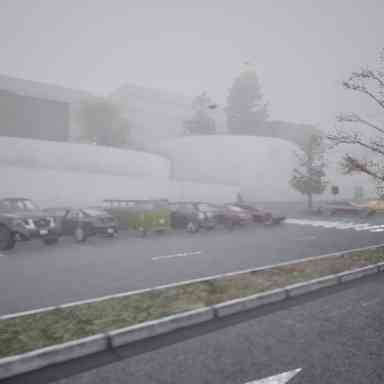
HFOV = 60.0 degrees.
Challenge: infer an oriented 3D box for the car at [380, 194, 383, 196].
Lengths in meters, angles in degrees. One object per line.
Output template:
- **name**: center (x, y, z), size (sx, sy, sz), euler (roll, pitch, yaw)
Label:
- **car**: center (23.696, 1.245, 37.115), size (5.566, 2.045, 2.435), euler (-1, -1, 35)

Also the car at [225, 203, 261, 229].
- **car**: center (1.659, 1.541, 21.445), size (4.674, 1.452, 2.002), euler (-1, -1, 35)

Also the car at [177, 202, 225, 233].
- **car**: center (-0.748, 1.374, 19.702), size (4.553, 1.767, 2.185), euler (-1, -1, 34)

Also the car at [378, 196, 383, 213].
- **car**: center (18.621, 1.506, 33.740), size (5.366, 1.575, 1.946), euler (-1, 0, 35)

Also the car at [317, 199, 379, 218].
- **car**: center (13.910, 1.536, 30.143), size (4.792, 1.488, 2.163), euler (-1, -1, 35)

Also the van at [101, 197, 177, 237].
- **van**: center (-3.302, 1.274, 18.055), size (4.442, 1.987, 1.878), euler (-1, -1, 35)

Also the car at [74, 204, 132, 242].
- **car**: center (-5.628, 1.498, 16.254), size (4.892, 1.521, 2.231), euler (-1, -1, 35)

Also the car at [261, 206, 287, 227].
- **car**: center (4.130, 1.531, 23.179), size (4.792, 1.488, 2.163), euler (-1, -1, 35)

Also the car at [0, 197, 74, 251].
- **car**: center (-8.037, 1.244, 14.520), size (5.566, 2.045, 2.435), euler (-1, -1, 35)
